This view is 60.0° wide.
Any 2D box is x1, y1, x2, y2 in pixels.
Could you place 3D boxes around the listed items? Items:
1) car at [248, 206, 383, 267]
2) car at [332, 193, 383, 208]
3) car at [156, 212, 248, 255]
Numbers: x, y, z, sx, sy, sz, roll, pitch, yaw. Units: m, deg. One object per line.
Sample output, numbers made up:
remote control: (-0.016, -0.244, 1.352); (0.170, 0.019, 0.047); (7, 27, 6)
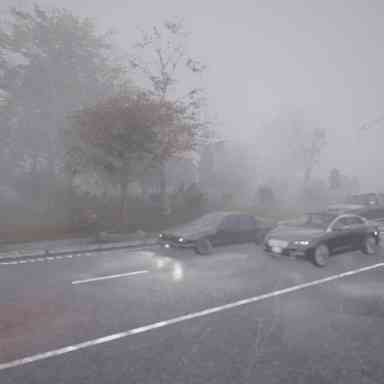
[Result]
car: (4.528, 1.451, 11.398); (4.902, 1.511, 2.128); (0, 0, -35)
car: (9.847, 1.084, 19.504); (5.566, 2.045, 2.150); (-1, 1, -35)
car: (1.284, 1.517, 13.394); (5.357, 1.411, 2.033); (0, 0, -35)
